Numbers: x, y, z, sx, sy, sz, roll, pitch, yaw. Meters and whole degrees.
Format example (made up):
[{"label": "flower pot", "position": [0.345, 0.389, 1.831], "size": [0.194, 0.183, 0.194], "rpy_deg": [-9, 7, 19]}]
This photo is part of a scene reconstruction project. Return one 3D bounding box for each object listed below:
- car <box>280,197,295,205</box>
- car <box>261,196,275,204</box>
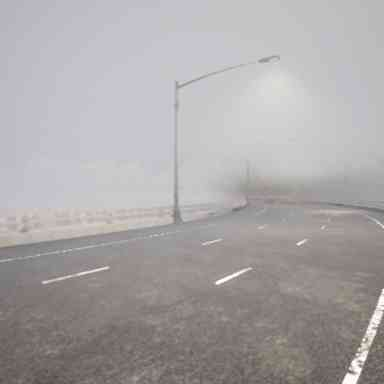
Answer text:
[{"label": "car", "position": [18.519, 1.710, 64.556], "size": [1.994, 1.385, 4.181], "rpy_deg": [0, 0, 3]}, {"label": "car", "position": [15.146, 1.641, 66.422], "size": [1.837, 1.490, 4.892], "rpy_deg": [0, 0, 1]}]
